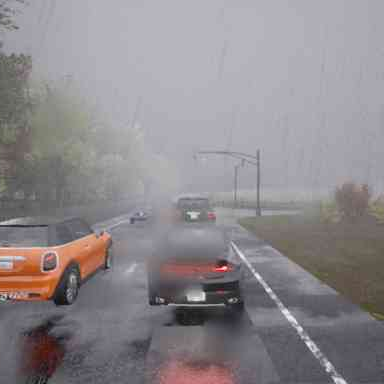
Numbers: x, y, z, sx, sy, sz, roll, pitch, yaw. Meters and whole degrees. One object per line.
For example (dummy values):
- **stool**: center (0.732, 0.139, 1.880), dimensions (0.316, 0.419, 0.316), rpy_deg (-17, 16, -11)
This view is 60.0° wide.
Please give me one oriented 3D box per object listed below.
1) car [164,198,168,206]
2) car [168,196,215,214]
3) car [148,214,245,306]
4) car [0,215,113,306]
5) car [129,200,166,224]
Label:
- **car**: center (-3.390, 1.602, 49.720), dimensions (1.895, 1.301, 4.718), rpy_deg (0, 0, 0)
- **car**: center (0.105, 1.224, 17.917), dimensions (2.150, 2.045, 5.566), rpy_deg (0, 0, 0)
- **car**: center (0.098, 1.506, 8.008), dimensions (1.837, 1.490, 4.892), rpy_deg (0, 0, 1)
- **car**: center (-3.398, 1.353, 8.168), dimensions (2.097, 1.767, 4.553), rpy_deg (0, 0, 0)
- **car**: center (-3.395, 1.550, 24.801), dimensions (2.033, 1.411, 5.357), rpy_deg (0, 0, 0)
